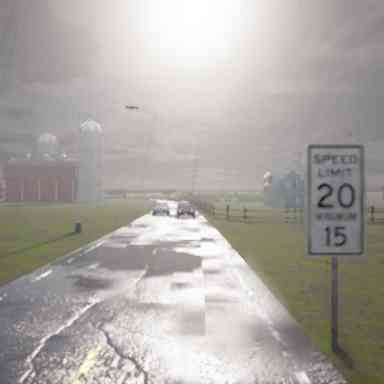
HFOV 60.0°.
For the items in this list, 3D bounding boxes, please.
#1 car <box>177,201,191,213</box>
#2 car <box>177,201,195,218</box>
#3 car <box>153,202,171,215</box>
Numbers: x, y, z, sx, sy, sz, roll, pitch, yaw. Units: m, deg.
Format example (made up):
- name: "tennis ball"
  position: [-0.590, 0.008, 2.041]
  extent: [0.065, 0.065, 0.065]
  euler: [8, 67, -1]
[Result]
- name: "car"
  position: [-1.150, 2.011, 46.890]
  extent: [1.837, 1.490, 4.892]
  euler: [0, 0, -3]
- name: "car"
  position: [-0.666, 1.974, 35.260]
  extent: [1.895, 1.301, 4.718]
  euler: [0, -1, -2]
- name: "car"
  position: [-3.573, 1.946, 39.301]
  extent: [1.812, 1.442, 4.674]
  euler: [0, -1, -2]
